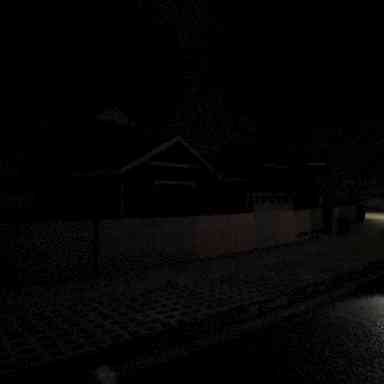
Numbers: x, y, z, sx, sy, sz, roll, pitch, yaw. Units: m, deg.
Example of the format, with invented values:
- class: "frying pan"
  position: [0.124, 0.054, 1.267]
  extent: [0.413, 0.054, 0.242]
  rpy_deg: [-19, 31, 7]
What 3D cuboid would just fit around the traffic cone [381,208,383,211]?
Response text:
- class: "traffic cone"
  position: [27.979, 2.605, 48.931]
  extent: [0.340, 0.580, 0.340]
  rpy_deg: [0, 0, 12]
